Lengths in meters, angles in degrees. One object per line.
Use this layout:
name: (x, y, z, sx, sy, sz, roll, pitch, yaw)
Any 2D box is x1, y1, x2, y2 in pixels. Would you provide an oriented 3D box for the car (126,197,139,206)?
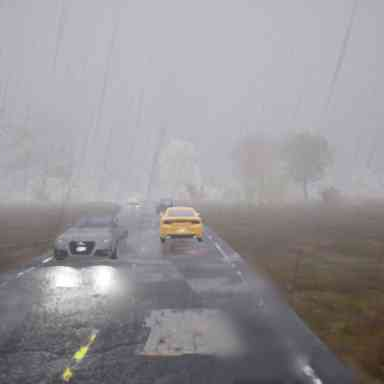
car: (-10.465, 1.624, 58.492, 1.812, 1.442, 4.674, 0, 0, -14)

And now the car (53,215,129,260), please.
car: (-3.532, 1.572, 12.299, 1.994, 1.385, 4.181, 0, 0, -3)

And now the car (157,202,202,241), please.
car: (-0.595, 1.481, 16.666, 1.882, 1.535, 5.008, 0, 0, -4)

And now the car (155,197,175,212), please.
car: (-2.974, 1.375, 37.181, 2.097, 1.767, 4.553, 0, 0, -9)
